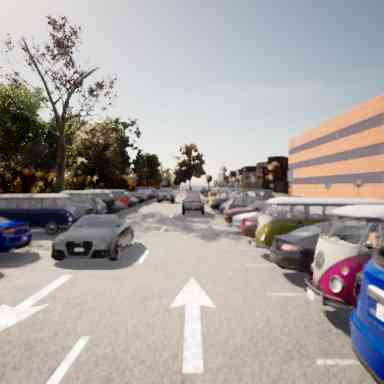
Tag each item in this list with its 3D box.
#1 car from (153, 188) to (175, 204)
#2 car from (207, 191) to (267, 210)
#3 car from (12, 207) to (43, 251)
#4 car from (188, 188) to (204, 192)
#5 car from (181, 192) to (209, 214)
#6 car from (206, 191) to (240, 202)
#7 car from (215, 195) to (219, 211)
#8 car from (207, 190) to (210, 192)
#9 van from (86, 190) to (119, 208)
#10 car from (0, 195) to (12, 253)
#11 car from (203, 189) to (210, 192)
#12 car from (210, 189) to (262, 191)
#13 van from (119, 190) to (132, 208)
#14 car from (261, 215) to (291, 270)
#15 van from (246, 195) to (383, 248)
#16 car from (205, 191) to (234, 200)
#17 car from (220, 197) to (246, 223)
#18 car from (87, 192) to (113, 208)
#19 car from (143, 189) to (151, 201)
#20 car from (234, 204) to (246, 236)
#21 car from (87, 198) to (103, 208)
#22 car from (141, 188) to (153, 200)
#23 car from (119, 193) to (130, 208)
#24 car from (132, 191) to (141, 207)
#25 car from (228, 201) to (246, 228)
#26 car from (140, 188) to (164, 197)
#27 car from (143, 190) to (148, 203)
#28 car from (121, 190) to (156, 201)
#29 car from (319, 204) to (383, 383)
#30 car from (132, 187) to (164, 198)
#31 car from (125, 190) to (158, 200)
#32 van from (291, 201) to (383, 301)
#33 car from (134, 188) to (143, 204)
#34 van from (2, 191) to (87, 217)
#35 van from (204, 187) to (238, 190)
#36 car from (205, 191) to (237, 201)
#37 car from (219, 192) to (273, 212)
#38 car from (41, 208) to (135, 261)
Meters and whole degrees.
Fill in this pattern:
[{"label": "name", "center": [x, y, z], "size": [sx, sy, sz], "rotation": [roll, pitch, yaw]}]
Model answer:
[{"label": "car", "center": [-3.340, 0.467, 43.443], "size": [2.150, 2.045, 5.566], "rotation": [0, 1, 0]}, {"label": "car", "center": [4.231, 0.998, 31.299], "size": [5.366, 1.575, 1.946], "rotation": [0, 1, 0]}, {"label": "car", "center": [-8.154, 1.419, 11.341], "size": [5.008, 1.535, 2.097], "rotation": [0, 0, 0]}, {"label": "car", "center": [0.103, 0.589, 43.824], "size": [2.097, 1.767, 4.553], "rotation": [0, 1, 0]}, {"label": "car", "center": [0.099, 1.064, 28.979], "size": [2.128, 1.511, 4.902], "rotation": [0, 1, 0]}, {"label": "car", "center": [4.447, 0.647, 48.250], "size": [4.792, 1.488, 2.163], "rotation": [0, 1, 0]}, {"label": "car", "center": [4.414, 1.169, 25.650], "size": [4.674, 1.452, 2.002], "rotation": [0, 1, 0]}, {"label": "car", "center": [4.603, 0.870, 36.949], "size": [5.366, 1.575, 1.946], "rotation": [0, 1, 0]}, {"label": "van", "center": [-8.271, 0.904, 25.584], "size": [4.442, 1.987, 1.878], "rotation": [0, 1, 0]}, {"label": "car", "center": [-8.133, 1.185, 8.504], "size": [5.566, 2.045, 2.435], "rotation": [0, 0, 0]}, {"label": "car", "center": [4.232, 0.806, 39.774], "size": [5.366, 1.575, 1.946], "rotation": [0, 1, 0]}, {"label": "car", "center": [4.386, 0.812, 34.122], "size": [4.553, 1.767, 2.185], "rotation": [0, 1, 0]}, {"label": "van", "center": [-8.267, 0.776, 31.233], "size": [4.442, 1.987, 1.878], "rotation": [0, 1, 0]}, {"label": "car", "center": [4.413, 1.476, 8.677], "size": [4.674, 1.452, 2.002], "rotation": [0, 0, 0]}, {"label": "van", "center": [4.299, 1.193, 11.380], "size": [4.442, 1.987, 1.878], "rotation": [0, 1, 0]}, {"label": "car", "center": [4.421, 0.530, 53.900], "size": [4.674, 1.452, 2.002], "rotation": [0, 1, 0]}, {"label": "car", "center": [4.421, 1.256, 19.999], "size": [5.008, 1.535, 2.097], "rotation": [0, 1, 0]}, {"label": "car", "center": [-8.123, 1.071, 22.640], "size": [4.553, 1.767, 2.185], "rotation": [0, 1, 0]}, {"label": "car", "center": [-8.155, 0.749, 42.403], "size": [5.008, 1.535, 2.097], "rotation": [0, 1, 0]}, {"label": "car", "center": [4.413, 1.420, 14.341], "size": [4.674, 1.452, 2.002], "rotation": [0, 1, 0]}, {"label": "car", "center": [-8.187, 1.287, 19.947], "size": [4.792, 1.488, 2.163], "rotation": [0, 1, 0]}, {"label": "car", "center": [-8.146, 0.619, 48.174], "size": [5.008, 1.535, 2.097], "rotation": [0, 1, 0]}, {"label": "car", "center": [-8.159, 1.067, 28.414], "size": [4.892, 1.521, 2.231], "rotation": [0, 1, 0]}, {"label": "car", "center": [-8.156, 0.941, 33.935], "size": [5.008, 1.535, 2.097], "rotation": [0, 1, 0]}, {"label": "car", "center": [4.419, 1.361, 17.175], "size": [4.674, 1.452, 2.002], "rotation": [0, 1, 0]}, {"label": "car", "center": [-8.091, 0.024, 67.940], "size": [4.553, 1.767, 2.185], "rotation": [0, 1, 0]}, {"label": "car", "center": [-8.146, 0.813, 39.580], "size": [5.008, 1.535, 2.097], "rotation": [0, 1, 0]}, {"label": "car", "center": [-8.145, 0.555, 50.996], "size": [5.008, 1.535, 2.097], "rotation": [0, 1, 0]}, {"label": "car", "center": [4.443, 1.213, 3.024], "size": [5.566, 2.045, 2.435], "rotation": [0, 0, 0]}, {"label": "car", "center": [-8.126, 0.046, 62.158], "size": [5.566, 2.045, 2.435], "rotation": [0, 1, 0]}, {"label": "car", "center": [-8.146, 0.492, 53.820], "size": [4.892, 1.521, 2.231], "rotation": [0, 1, 0]}, {"label": "van", "center": [4.298, 1.225, 5.850], "size": [4.442, 1.987, 1.878], "rotation": [0, 0, 0]}, {"label": "car", "center": [-8.182, 0.751, 36.755], "size": [4.553, 1.767, 2.185], "rotation": [0, 1, 0]}, {"label": "van", "center": [-8.038, 1.096, 17.115], "size": [4.442, 1.987, 1.878], "rotation": [0, 1, 0]}, {"label": "van", "center": [4.301, 0.456, 45.419], "size": [4.442, 1.987, 1.878], "rotation": [0, 1, 0]}, {"label": "car", "center": [4.415, 0.594, 51.075], "size": [4.674, 1.452, 2.002], "rotation": [0, 1, 0]}, {"label": "car", "center": [4.385, 1.067, 22.822], "size": [4.553, 1.767, 2.185], "rotation": [0, 1, 0]}, {"label": "car", "center": [-3.324, 1.498, 11.846], "size": [1.994, 1.385, 4.181], "rotation": [0, 1, 1]}]
